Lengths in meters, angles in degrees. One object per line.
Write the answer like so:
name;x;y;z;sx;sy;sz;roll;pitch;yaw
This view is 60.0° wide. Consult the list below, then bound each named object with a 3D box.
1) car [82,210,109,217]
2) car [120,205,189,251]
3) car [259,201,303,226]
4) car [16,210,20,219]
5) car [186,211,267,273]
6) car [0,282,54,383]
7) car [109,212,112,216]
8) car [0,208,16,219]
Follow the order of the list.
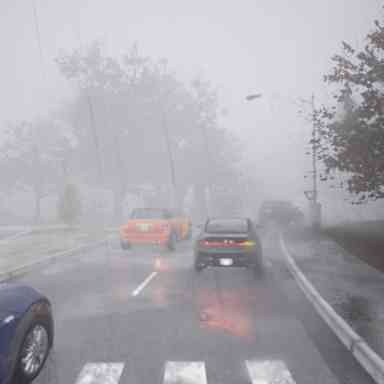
car;-18.385;3.994;60.975;4.902;1.511;2.128;2;-4;-33
car;-1.367;1.355;14.406;2.097;1.767;4.553;-1;0;11
car;7.612;1.808;28.202;2.150;2.045;5.566;-3;-5;36
car;-29.274;3.290;51.729;2.097;1.767;4.553;-2;-4;28
car;1.193;1.477;10.602;1.837;1.490;4.892;-1;0;8
car;-2.946;1.352;2.581;2.097;1.767;4.553;0;0;3
car;-18.278;4.284;64.907;5.357;1.411;2.033;2;-4;-26
car;-26.630;3.026;45.122;1.882;1.535;5.008;-1;-4;3
